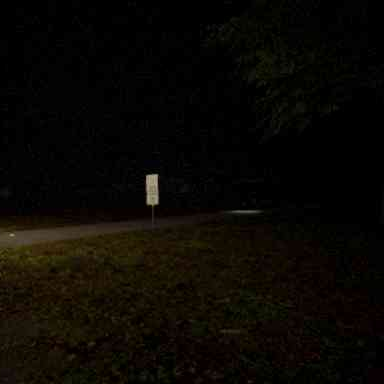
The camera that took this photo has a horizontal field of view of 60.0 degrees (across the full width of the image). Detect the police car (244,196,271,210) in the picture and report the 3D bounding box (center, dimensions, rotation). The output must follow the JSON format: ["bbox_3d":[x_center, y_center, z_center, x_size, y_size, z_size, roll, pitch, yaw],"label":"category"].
[{"bbox_3d":[8.146,1.353,41.658,1.930,1.638,5.238,-2,-1,35],"label":"police car"}]
